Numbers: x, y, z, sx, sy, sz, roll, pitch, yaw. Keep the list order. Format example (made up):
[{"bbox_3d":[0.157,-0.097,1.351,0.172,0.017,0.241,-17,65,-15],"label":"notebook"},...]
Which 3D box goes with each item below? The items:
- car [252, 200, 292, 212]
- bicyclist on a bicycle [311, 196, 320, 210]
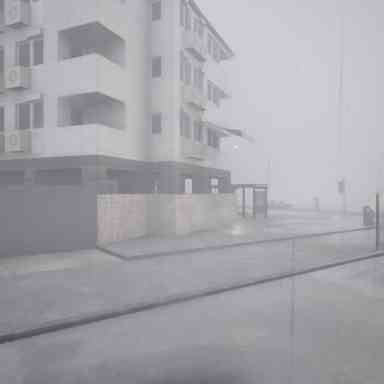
[{"bbox_3d":[9.431,1.601,39.707,1.895,1.301,4.718,0,0,-35],"label":"car"},{"bbox_3d":[14.709,1.349,39.571,1.656,1.620,0.582,0,0,-35],"label":"bicyclist on a bicycle"}]
